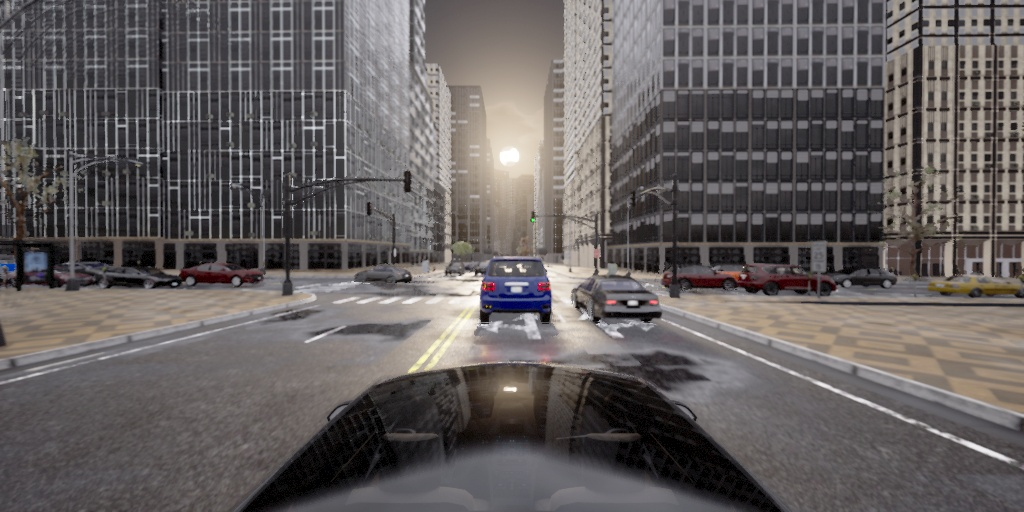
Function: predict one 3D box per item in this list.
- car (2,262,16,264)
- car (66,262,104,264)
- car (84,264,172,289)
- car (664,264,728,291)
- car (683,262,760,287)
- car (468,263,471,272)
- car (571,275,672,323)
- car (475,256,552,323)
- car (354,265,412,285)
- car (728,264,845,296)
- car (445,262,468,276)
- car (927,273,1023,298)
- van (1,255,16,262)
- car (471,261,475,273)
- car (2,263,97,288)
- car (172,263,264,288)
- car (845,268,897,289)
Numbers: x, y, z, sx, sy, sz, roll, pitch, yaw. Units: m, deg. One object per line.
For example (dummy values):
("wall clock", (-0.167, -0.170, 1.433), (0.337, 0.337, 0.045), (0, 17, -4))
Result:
("car", (-34.097, 1.214, 22.208), (4.313, 1.339, 1.948), (0, 0, 1))
("car", (-29.269, 1.159, 24.748), (4.902, 1.511, 2.128), (1, 1, 1))
("car", (-22.732, 1.317, 21.901), (4.313, 1.339, 1.948), (0, 0, 1))
("car", (12.556, 1.390, 24.005), (4.553, 1.767, 2.097), (0, 1, -4))
("car", (15.780, 1.387, 27.185), (4.553, 1.767, 2.097), (0, 1, -1))
("car", (-6.572, 1.654, 52.085), (1.895, 1.301, 4.718), (0, 0, 0))
("car", (3.348, 1.365, 12.444), (2.033, 1.411, 5.357), (0, 0, 0))
("car", (0.062, 1.038, 12.542), (2.150, 2.045, 5.566), (0, -1, -1))
("car", (-9.612, 1.383, 26.803), (4.181, 1.385, 1.994), (1, 0, 17))
("car", (16.193, 1.408, 21.373), (5.009, 1.841, 2.192), (0, 0, 1))
("car", (-6.603, 1.499, 41.783), (1.837, 1.490, 4.892), (0, 0, -1))
("car", (27.641, 1.716, 21.175), (4.829, 1.417, 1.751), (0, 0, 1))
("van", (-45.288, 0.810, 30.869), (3.998, 1.789, 1.690), (0, 0, 1))
("car", (-3.337, 1.477, 42.674), (1.882, 1.535, 5.008), (0, 0, 0))
("car", (-28.416, 1.282, 22.035), (4.207, 1.307, 1.802), (0, 0, 1))
("car", (-19.766, 1.230, 24.554), (5.008, 1.535, 1.882), (1, 1, 0))
("car", (25.909, 1.628, 26.987), (4.892, 1.490, 1.837), (1, 1, 1))
